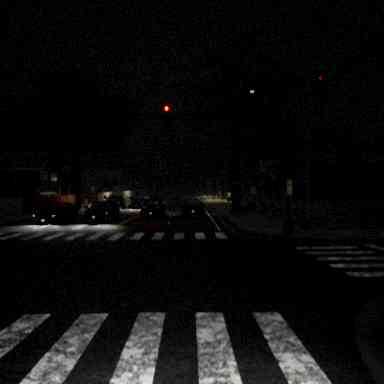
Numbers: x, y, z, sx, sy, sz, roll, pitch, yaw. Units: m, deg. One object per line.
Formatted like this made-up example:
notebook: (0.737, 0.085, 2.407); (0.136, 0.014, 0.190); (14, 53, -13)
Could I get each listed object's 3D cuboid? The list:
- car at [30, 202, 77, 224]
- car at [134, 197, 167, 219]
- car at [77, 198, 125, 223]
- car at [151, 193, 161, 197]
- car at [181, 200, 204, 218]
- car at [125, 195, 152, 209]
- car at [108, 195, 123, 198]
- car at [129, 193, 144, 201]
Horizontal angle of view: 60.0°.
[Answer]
car: (-9.878, 1.487, 24.674); (2.033, 1.411, 5.357); (0, 0, 0)
car: (-3.181, 1.421, 28.013); (2.128, 1.511, 4.902); (0, 0, 0)
car: (-6.626, 1.443, 24.756); (1.837, 1.490, 4.892); (0, 0, 0)
car: (-6.563, 1.038, 58.912); (1.837, 1.490, 4.892); (0, 1, 0)
car: (0.069, 1.402, 29.257); (1.882, 1.535, 5.008); (0, 0, 0)
car: (-6.639, 1.386, 41.588); (1.994, 1.385, 4.181); (0, 1, 0)
car: (-9.888, 1.162, 42.549); (2.097, 1.767, 4.553); (0, 1, 0)
car: (-9.813, 0.851, 58.878); (1.895, 1.301, 4.718); (0, 1, 0)
